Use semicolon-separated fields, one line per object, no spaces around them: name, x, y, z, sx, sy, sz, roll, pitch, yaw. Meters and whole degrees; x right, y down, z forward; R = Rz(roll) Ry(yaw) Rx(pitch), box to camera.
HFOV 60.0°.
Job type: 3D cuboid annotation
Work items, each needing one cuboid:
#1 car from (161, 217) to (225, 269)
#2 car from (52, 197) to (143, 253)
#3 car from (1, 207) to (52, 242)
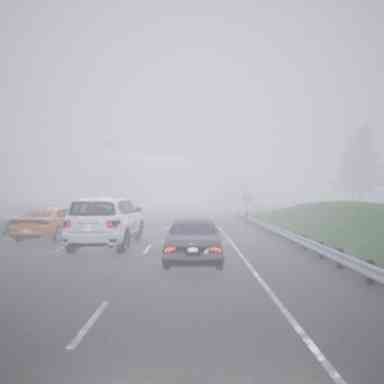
car;0.045;1.549;11.133;2.033;1.411;5.357;0;0;1
car;-3.434;1.225;13.741;2.150;2.045;5.566;0;0;0
car;-6.922;1.479;16.409;1.882;1.535;5.008;0;0;0
